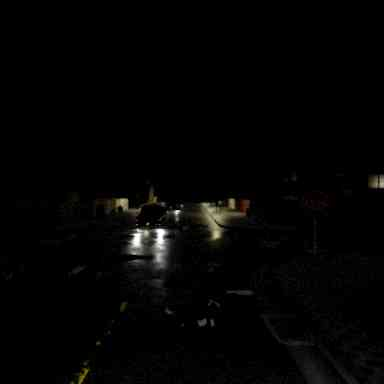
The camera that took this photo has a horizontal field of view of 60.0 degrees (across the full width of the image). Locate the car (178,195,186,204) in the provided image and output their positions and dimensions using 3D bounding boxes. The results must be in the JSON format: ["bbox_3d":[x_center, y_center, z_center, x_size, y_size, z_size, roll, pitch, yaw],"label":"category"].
[{"bbox_3d":[-2.780,1.843,70.886,1.837,1.490,4.892,0,0,0],"label":"car"}]

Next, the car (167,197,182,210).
[{"bbox_3d":[-2.772,1.783,45.916,1.837,1.490,4.892,0,0,0],"label":"car"}]

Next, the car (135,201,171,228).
[{"bbox_3d":[-2.759,1.673,23.096,1.837,1.490,4.892,0,2,0],"label":"car"}]
